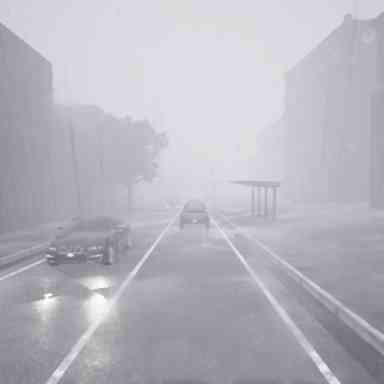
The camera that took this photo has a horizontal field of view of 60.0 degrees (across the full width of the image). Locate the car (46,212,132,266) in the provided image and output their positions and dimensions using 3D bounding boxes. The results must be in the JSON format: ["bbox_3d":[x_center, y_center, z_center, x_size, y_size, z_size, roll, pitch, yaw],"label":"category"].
[{"bbox_3d":[-3.340,1.505,11.615,1.837,1.490,4.892,0,0,1],"label":"car"}]

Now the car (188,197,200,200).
[{"bbox_3d":[0.267,1.431,42.465,2.128,1.511,4.902,0,0,0],"label":"car"}]

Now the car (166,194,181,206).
[{"bbox_3d":[-2.871,1.191,52.406,2.097,1.767,4.553,0,1,1],"label":"car"}]

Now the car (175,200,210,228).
[{"bbox_3d":[0.171,1.501,22.181,2.128,1.511,4.902,0,0,0],"label":"car"}]
